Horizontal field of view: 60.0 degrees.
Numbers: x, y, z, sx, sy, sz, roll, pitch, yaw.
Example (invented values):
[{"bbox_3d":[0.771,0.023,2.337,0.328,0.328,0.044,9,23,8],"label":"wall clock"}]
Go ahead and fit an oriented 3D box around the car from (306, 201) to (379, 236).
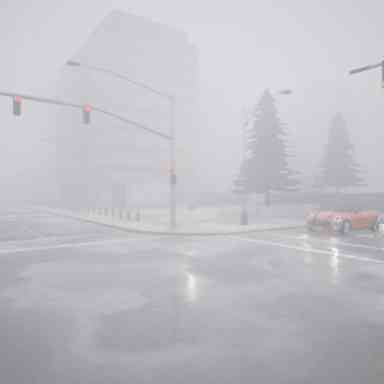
[{"bbox_3d":[8.463,1.343,18.615,4.553,1.767,2.097,0,0,-35],"label":"car"}]
